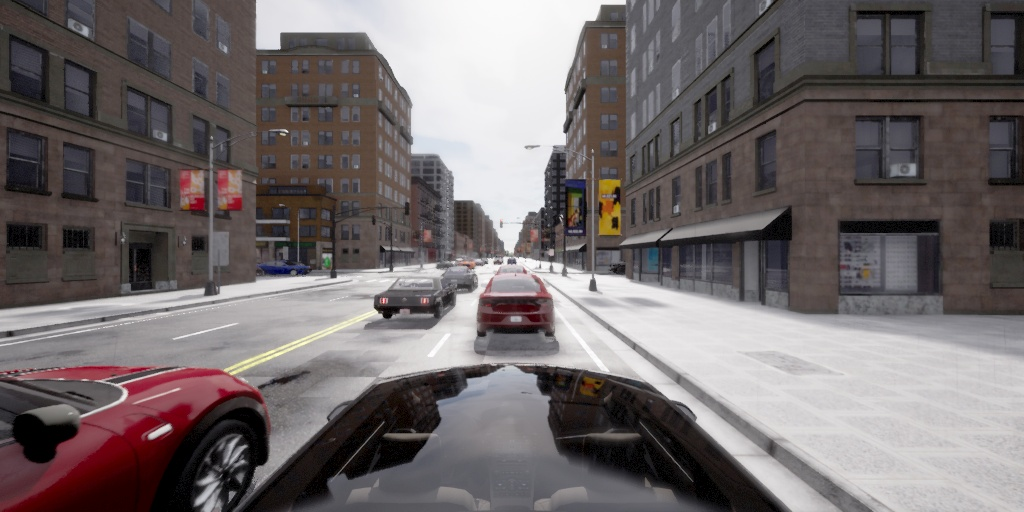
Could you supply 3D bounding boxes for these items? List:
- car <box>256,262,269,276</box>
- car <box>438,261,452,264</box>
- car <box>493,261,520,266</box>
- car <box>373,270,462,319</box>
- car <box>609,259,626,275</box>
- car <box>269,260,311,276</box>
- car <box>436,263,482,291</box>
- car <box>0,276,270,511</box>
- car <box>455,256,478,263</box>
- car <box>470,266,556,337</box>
[{"bbox_3d":[-25.424,1.170,33.129,4.097,1.591,1.967,0,0,0],"label":"car"},{"bbox_3d":[-9.857,1.345,52.500,1.895,1.301,4.718,0,0,0],"label":"car"},{"bbox_3d":[-0.004,1.227,19.881,1.882,1.535,5.008,0,0,0],"label":"car"},{"bbox_3d":[-3.153,1.351,12.785,1.895,1.301,4.718,0,0,0],"label":"car"},{"bbox_3d":[13.361,1.007,38.784,5.566,2.045,2.150,0,0,0],"label":"car"},{"bbox_3d":[-22.753,1.219,35.655,5.008,1.535,1.882,0,0,0],"label":"car"},{"bbox_3d":[-3.156,1.313,21.542,1.994,1.385,4.181,0,0,0],"label":"car"},{"bbox_3d":[-3.152,1.102,1.250,2.097,1.767,4.553,0,0,0],"label":"car"},{"bbox_3d":[-6.607,1.096,52.967,2.097,1.767,4.553,0,0,0],"label":"car"},{"bbox_3d":[0.099,1.228,10.310,1.882,1.535,5.008,0,0,0],"label":"car"}]
